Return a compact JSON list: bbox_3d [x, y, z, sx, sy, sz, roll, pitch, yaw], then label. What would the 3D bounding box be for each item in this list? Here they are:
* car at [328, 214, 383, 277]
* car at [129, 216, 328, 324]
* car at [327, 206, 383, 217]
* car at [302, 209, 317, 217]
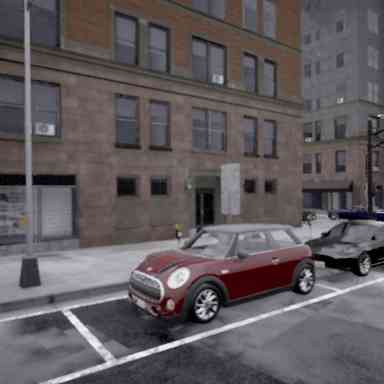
[{"bbox_3d":[5.209,1.566,10.225,4.313,1.339,1.947,0,-1,-35],"label":"car"},{"bbox_3d":[0.725,1.440,7.046,4.097,1.590,1.967,0,-1,-35],"label":"car"},{"bbox_3d":[12.932,1.702,25.589,1.895,1.301,4.718,-1,0,-36],"label":"car"},{"bbox_3d":[7.693,1.654,27.126,1.882,1.535,5.008,-1,0,-37],"label":"car"}]
